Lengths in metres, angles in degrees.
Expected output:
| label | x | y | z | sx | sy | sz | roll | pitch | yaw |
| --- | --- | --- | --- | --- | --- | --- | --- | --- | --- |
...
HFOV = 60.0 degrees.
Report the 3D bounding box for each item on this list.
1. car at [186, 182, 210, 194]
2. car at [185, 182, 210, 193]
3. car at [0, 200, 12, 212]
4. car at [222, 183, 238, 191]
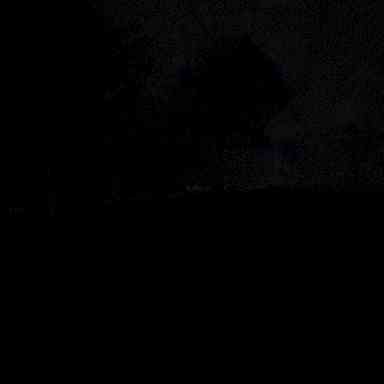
| label | x | y | z | sx | sy | sz | roll | pitch | yaw |
| --- | --- | --- | --- | --- | --- | --- | --- | --- | --- |
| car | 0.967 | -0.427 | 51.613 | 1.812 | 1.442 | 4.674 | 0 | 3 | 35 |
| car | 0.936 | -0.808 | 56.981 | 2.097 | 1.767 | 4.553 | 0 | 3 | 33 |
| car | -17.174 | 1.051 | 26.722 | 1.895 | 1.301 | 4.718 | 0 | 3 | 36 |
| car | 6.593 | -0.898 | 60.250 | 2.033 | 1.411 | 5.357 | 0 | 3 | 32 |
